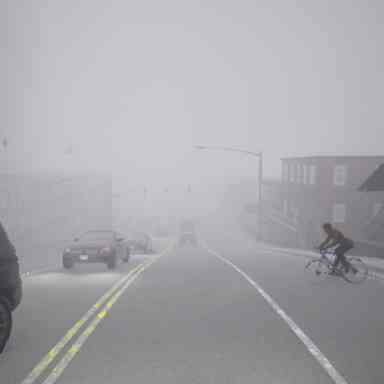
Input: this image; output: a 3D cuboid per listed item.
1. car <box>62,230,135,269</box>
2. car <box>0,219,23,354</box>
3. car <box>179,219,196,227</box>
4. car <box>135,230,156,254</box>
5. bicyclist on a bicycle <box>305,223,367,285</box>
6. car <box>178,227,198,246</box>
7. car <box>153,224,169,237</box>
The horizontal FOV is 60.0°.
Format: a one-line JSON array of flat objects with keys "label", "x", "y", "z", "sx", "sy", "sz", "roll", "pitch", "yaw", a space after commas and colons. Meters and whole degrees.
[{"label": "car", "x": -3.790, "y": 2.323, "z": 13.911, "sx": 1.812, "sy": 1.442, "sz": 4.674, "roll": 0, "pitch": -7, "yaw": -1}, {"label": "car", "x": -3.621, "y": 1.224, "z": 2.815, "sx": 2.150, "sy": 2.045, "sz": 5.566, "roll": 0, "pitch": 0, "yaw": -1}, {"label": "car", "x": -0.659, "y": 4.910, "z": 47.582, "sx": 2.150, "sy": 2.045, "sz": 5.566, "roll": 0, "pitch": 2, "yaw": 0}, {"label": "car", "x": -3.931, "y": 3.666, "z": 24.048, "sx": 1.812, "sy": 1.442, "sz": 4.674, "roll": 0, "pitch": -8, "yaw": -1}, {"label": "bicyclist on a bicycle", "x": 3.771, "y": 1.639, "z": 8.780, "sx": 1.656, "sy": 1.620, "sz": 0.582, "roll": -2, "pitch": -4, "yaw": 0}, {"label": "car", "x": -0.457, "y": 4.945, "z": 36.047, "sx": 1.837, "sy": 1.490, "sz": 4.892, "roll": 0, "pitch": -4, "yaw": -1}, {"label": "car", "x": -4.187, "y": 5.249, "z": 45.689, "sx": 1.837, "sy": 1.490, "sz": 4.892, "roll": 0, "pitch": 0, "yaw": 0}]
